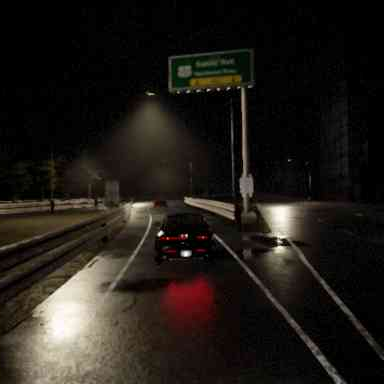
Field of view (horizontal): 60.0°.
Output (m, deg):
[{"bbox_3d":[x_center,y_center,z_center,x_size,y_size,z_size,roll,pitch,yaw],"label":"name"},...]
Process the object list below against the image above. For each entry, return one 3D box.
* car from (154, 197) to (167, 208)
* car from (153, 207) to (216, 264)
[{"bbox_3d":[-4.686,1.541,49.712,1.882,1.535,5.008,-1,0,-6],"label":"car"},{"bbox_3d":[-0.290,1.468,11.700,1.837,1.490,4.892,-1,0,-3],"label":"car"}]
